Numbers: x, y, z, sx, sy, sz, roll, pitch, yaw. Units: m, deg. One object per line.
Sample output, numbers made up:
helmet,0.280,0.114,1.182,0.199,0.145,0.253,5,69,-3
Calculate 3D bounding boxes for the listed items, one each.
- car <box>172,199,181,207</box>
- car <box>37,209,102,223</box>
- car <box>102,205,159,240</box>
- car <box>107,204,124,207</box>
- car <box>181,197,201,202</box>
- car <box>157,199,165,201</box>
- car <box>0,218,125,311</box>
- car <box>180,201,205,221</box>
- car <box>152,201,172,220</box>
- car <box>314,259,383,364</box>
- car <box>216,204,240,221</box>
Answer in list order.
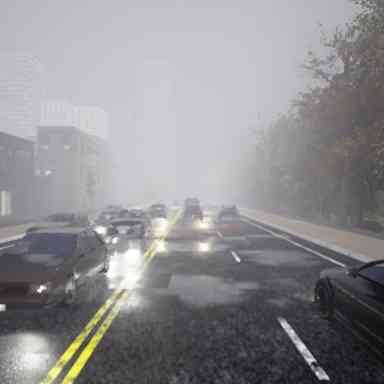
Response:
car,-3.269,2.263,69.348,1.837,1.490,4.892,0,-1,0
car,-6.588,1.742,17.361,2.033,1.411,5.357,0,-1,1
car,-3.336,1.700,18.581,2.128,1.511,4.902,0,-1,0
car,-6.563,1.812,28.615,2.128,1.511,4.902,0,-1,0
car,0.026,1.719,44.696,2.150,2.045,5.566,0,0,1
car,-6.519,2.288,69.347,2.128,1.511,4.902,0,-1,0
car,-3.351,1.643,8.411,2.033,1.411,5.357,0,-1,0
car,0.081,1.851,30.979,1.837,1.490,4.892,0,0,0
car,-3.276,1.871,32.592,1.837,1.490,4.892,0,-1,0
car,3.348,1.619,4.779,1.994,1.385,4.181,0,-1,0
car,3.342,1.842,31.374,2.128,1.511,4.902,0,-1,0
